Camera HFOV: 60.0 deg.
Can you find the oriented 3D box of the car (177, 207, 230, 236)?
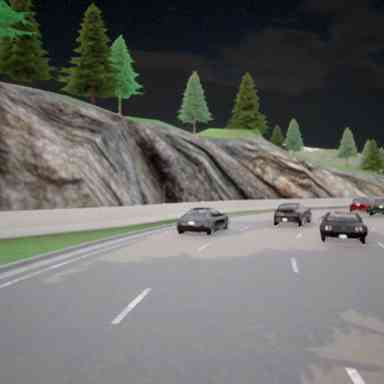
[{"bbox_3d":[0.731,1.565,18.867,1.994,1.385,4.181,0,0,22],"label":"car"}]

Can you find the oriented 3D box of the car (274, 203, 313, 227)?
[{"bbox_3d":[7.126,1.521,23.285,1.837,1.490,4.892,0,0,30],"label":"car"}]

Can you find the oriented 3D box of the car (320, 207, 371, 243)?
[{"bbox_3d":[7.373,1.618,16.342,1.895,1.301,4.718,0,0,23],"label":"car"}]

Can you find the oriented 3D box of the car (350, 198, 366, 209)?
[{"bbox_3d":[19.396,1.399,36.760,4.553,1.767,2.097,0,0,-38],"label":"car"}]

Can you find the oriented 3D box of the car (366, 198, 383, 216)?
[{"bbox_3d":[18.976,1.398,31.972,4.553,1.767,2.097,0,0,-41],"label":"car"}]
